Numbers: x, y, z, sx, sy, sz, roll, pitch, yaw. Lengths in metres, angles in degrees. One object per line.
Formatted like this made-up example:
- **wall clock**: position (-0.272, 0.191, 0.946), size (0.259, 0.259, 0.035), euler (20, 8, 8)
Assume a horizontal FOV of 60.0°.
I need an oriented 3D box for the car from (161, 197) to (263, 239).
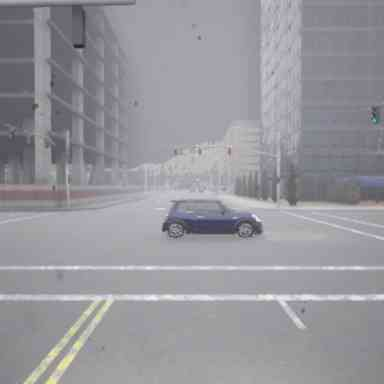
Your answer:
- **car**: position (0.896, 1.123, 15.327), size (4.553, 1.767, 2.097), euler (0, 1, -1)
